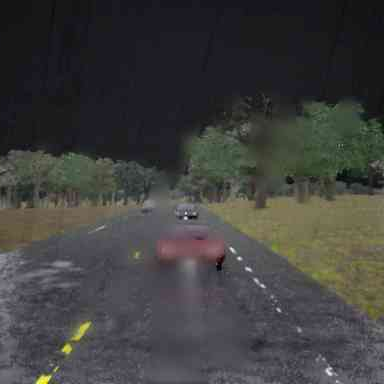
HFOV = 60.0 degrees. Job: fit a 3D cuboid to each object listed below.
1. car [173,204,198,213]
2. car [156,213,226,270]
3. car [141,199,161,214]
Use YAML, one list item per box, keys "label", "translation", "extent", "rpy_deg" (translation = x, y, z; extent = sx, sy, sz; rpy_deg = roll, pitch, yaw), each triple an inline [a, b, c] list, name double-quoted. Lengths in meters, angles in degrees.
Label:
- label: "car"
  translation: [-0.515, 1.618, 26.423]
  extent: [1.895, 1.301, 4.718]
  rpy_deg: [0, 0, -2]
- label: "car"
  translation: [-0.079, 1.600, 11.037]
  extent: [1.895, 1.301, 4.718]
  rpy_deg: [0, 0, -1]
- label: "car"
  translation: [-4.526, 1.597, 37.009]
  extent: [1.837, 1.490, 4.892]
  rpy_deg: [0, -1, -2]
